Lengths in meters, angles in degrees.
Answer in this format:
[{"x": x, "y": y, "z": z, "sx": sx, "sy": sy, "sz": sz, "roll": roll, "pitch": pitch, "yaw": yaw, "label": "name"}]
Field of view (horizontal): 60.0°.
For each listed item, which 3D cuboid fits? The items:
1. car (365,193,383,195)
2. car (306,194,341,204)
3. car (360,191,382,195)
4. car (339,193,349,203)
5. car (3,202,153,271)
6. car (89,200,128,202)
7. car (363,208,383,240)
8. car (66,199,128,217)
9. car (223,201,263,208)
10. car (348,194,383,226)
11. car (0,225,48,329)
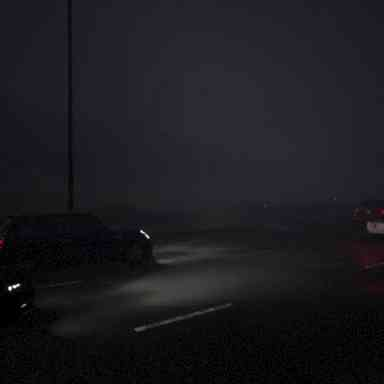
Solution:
[{"x": 24.629, "y": 1.251, "z": 42.613, "sx": 4.674, "sy": 1.442, "sz": 1.812, "roll": -1, "pitch": 0, "yaw": -33, "label": "car"}, {"x": 15.961, "y": 1.338, "z": 41.030, "sx": 4.181, "sy": 1.385, "sz": 1.994, "roll": 0, "pitch": 0, "yaw": -34, "label": "car"}, {"x": 29.005, "y": 0.883, "z": 54.064, "sx": 5.566, "sy": 2.045, "sz": 2.150, "roll": 0, "pitch": 0, "yaw": -34, "label": "car"}, {"x": 24.306, "y": 1.034, "z": 55.122, "sx": 4.553, "sy": 1.767, "sz": 2.097, "roll": 0, "pitch": 0, "yaw": -34, "label": "car"}, {"x": -3.447, "y": 1.334, "z": 9.885, "sx": 4.553, "sy": 1.767, "sz": 2.097, "roll": 0, "pitch": 0, "yaw": -36, "label": "car"}, {"x": -6.881, "y": 1.455, "z": 29.180, "sx": 4.674, "sy": 1.442, "sz": 1.812, "roll": 0, "pitch": 0, "yaw": -35, "label": "car"}, {"x": 10.104, "y": 1.496, "z": 15.256, "sx": 4.718, "sy": 1.301, "sz": 1.895, "roll": 0, "pitch": 0, "yaw": -36, "label": "car"}, {"x": -9.050, "y": 1.478, "z": 31.933, "sx": 5.357, "sy": 1.411, "sz": 2.033, "roll": 0, "pitch": 0, "yaw": -36, "label": "car"}, {"x": 4.444, "y": 1.439, "z": 28.652, "sx": 4.181, "sy": 1.385, "sz": 1.994, "roll": 0, "pitch": 0, "yaw": -35, "label": "car"}, {"x": 12.284, "y": 1.216, "z": 21.112, "sx": 4.553, "sy": 1.767, "sz": 2.097, "roll": 0, "pitch": 0, "yaw": -36, "label": "car"}, {"x": -4.880, "y": 1.500, "z": 4.563, "sx": 4.902, "sy": 1.511, "sz": 2.128, "roll": 0, "pitch": 0, "yaw": -36, "label": "car"}]
